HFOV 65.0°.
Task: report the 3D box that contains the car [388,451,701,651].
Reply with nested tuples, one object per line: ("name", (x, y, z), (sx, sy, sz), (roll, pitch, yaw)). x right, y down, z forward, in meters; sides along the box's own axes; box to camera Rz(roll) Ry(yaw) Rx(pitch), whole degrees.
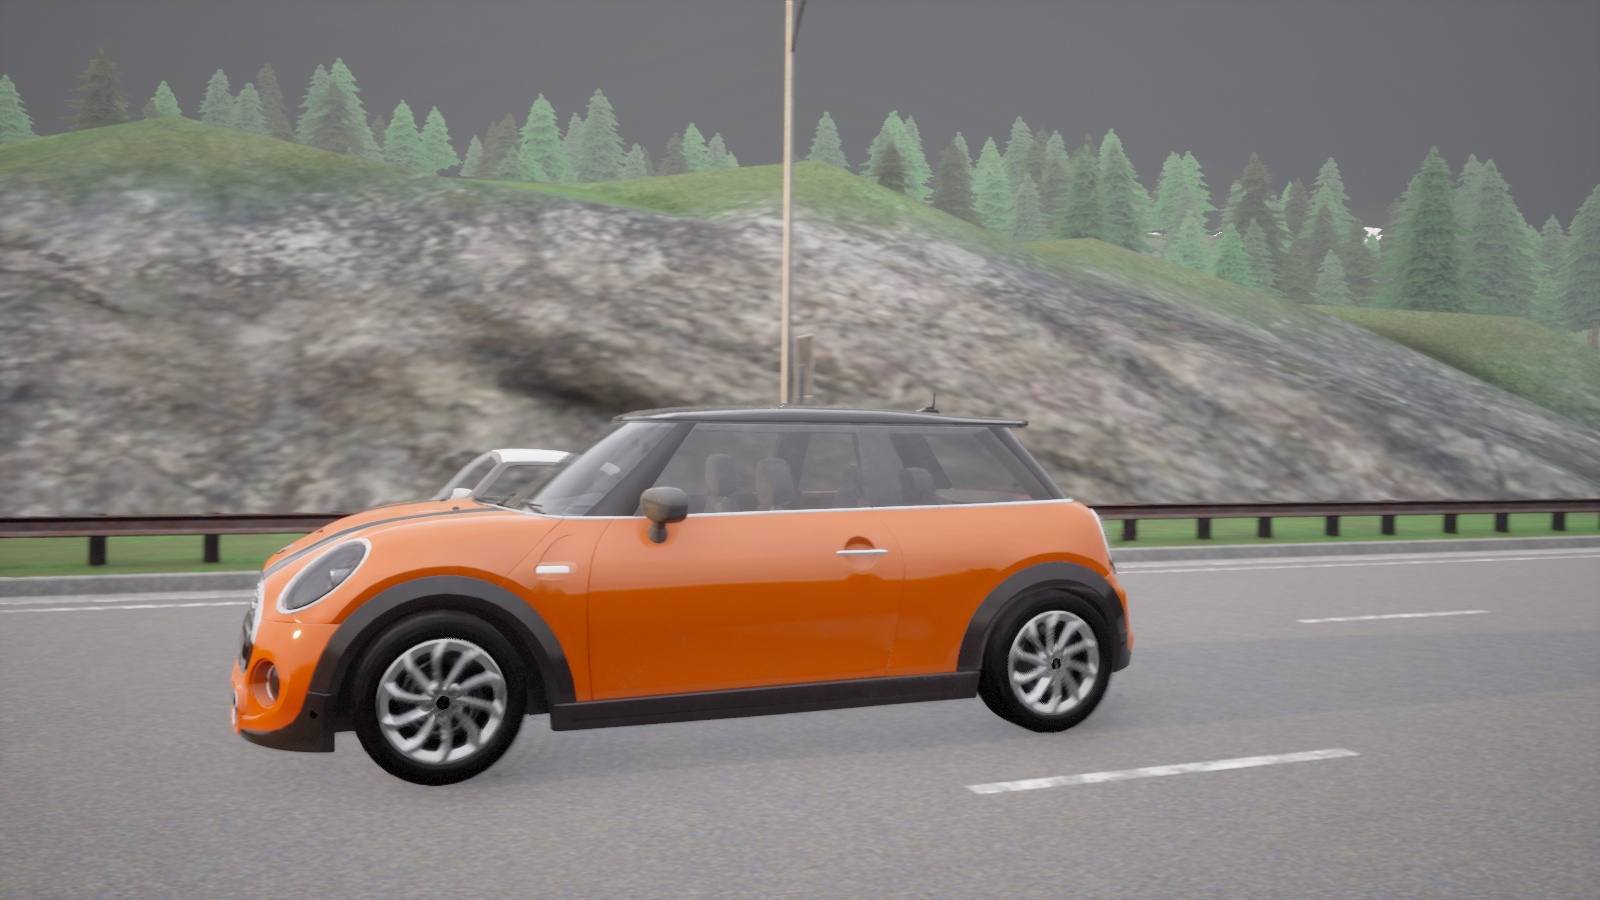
("car", (-2.060, 0.715, 9.945), (2.207, 1.376, 1.481), (-1, 1, -21))

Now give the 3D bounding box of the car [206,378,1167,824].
("car", (-0.582, 0.555, 6.760), (4.553, 1.767, 2.097), (-1, 1, -21))
